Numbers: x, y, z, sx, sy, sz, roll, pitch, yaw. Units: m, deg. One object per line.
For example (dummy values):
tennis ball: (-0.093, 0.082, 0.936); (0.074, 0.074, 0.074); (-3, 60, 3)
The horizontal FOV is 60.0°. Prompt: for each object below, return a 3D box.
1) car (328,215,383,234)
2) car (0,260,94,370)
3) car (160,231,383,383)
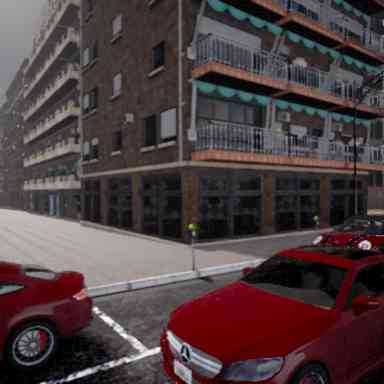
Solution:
car: (5.613, 1.489, 10.553); (4.097, 1.590, 1.967); (0, -1, -35)
car: (-3.391, 1.580, 4.152); (4.206, 1.307, 1.802); (0, -1, -35)
car: (1.807, 1.545, 4.655); (4.674, 1.442, 1.812); (0, 0, -35)
